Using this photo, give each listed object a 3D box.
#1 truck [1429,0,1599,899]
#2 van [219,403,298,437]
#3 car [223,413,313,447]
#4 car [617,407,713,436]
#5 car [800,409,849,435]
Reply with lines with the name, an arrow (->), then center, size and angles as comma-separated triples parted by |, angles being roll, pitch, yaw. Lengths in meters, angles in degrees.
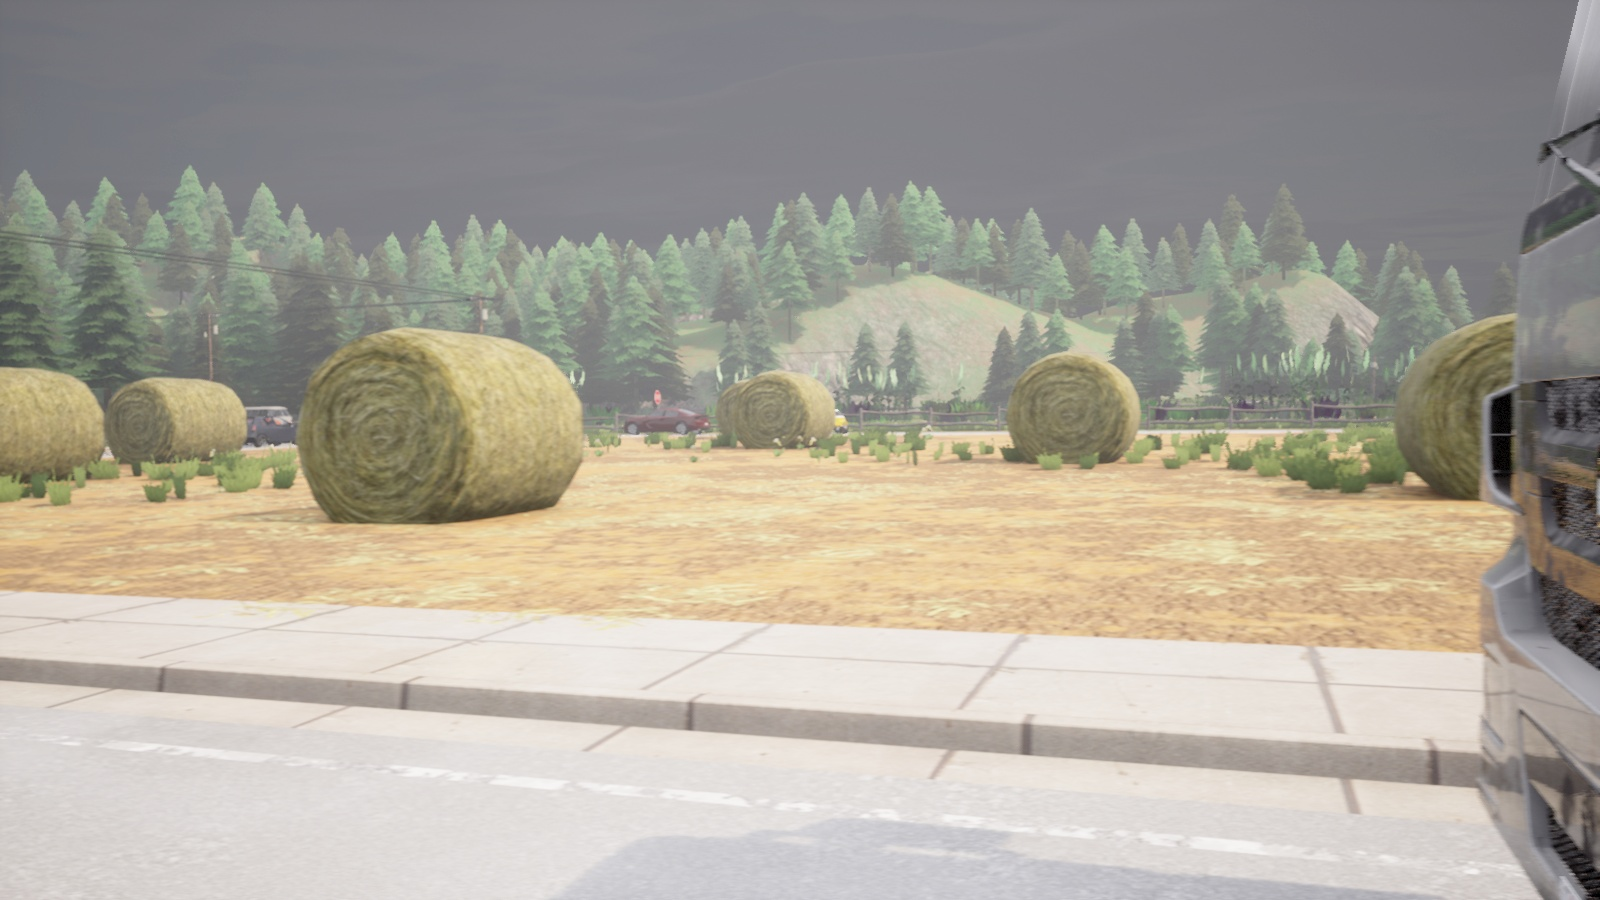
truck -> 5.315, -0.216, 1.347 | 7.936, 3.462, 2.891 | 0, 2, 19
van -> -32.997, -1.838, 76.520 | 4.442, 1.987, 1.775 | 0, 2, 22
car -> -24.599, -0.957, 58.158 | 1.845, 1.501, 3.633 | 0, 2, 20
car -> -7.495, -1.611, 69.823 | 5.008, 1.535, 1.882 | 1, 2, 22
car -> 1.309, -1.485, 66.205 | 2.207, 1.376, 1.481 | 0, 2, 22
